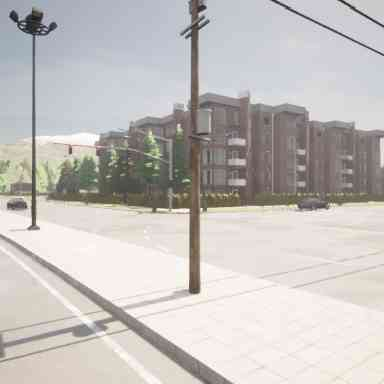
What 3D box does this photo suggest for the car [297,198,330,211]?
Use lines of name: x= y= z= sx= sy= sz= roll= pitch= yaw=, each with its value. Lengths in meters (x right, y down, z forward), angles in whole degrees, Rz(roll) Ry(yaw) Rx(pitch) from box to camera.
car: x=14.883 y=1.492 z=40.530 sx=4.902 sy=1.511 sz=2.128 roll=0 pitch=0 yaw=-35

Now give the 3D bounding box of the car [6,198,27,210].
car: x=-22.940 y=1.526 z=43.574 sx=1.812 sy=1.442 sz=4.674 roll=0 pitch=0 yaw=-36
